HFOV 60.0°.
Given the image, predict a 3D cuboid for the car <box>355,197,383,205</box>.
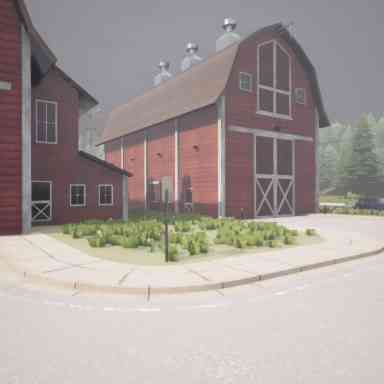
[{"bbox_3d":[20.167,1.386,36.115,2.097,1.767,4.553,0,0,-34],"label":"car"}]
